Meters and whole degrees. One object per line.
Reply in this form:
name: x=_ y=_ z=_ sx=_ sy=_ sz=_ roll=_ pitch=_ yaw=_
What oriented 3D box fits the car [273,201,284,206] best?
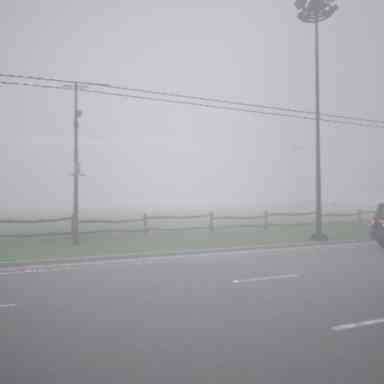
car: x=21.114 y=2.971 z=86.291 sx=1.994 sy=1.385 sz=4.181 roll=0 pitch=-1 yaw=-20

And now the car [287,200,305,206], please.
car: x=27.680 y=2.921 z=88.717 sx=1.837 sy=1.490 sz=4.892 roll=0 pitch=-1 yaw=-20

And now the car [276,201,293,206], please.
car: x=24.387 y=3.015 z=87.531 sx=1.895 sy=1.301 sz=4.718 roll=0 pitch=-1 yaw=-20

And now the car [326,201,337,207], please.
car: x=29.354 y=2.717 z=74.093 sx=1.812 sy=1.442 sz=4.674 roll=0 pitch=-1 yaw=-20

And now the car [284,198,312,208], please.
car: x=22.785 y=2.712 z=71.676 sx=2.128 sy=1.511 sz=4.902 roll=0 pitch=-1 yaw=-20

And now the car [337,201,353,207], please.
car: x=32.742 y=2.728 z=75.022 sx=2.033 sy=1.411 sz=5.357 roll=0 pitch=-1 yaw=-20

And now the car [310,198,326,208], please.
car: x=26.034 y=2.418 z=72.981 sx=2.150 sy=2.045 sz=5.566 roll=0 pitch=-1 yaw=-20

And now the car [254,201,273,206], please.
car: x=17.821 y=3.010 z=85.105 sx=1.895 sy=1.301 sz=4.718 roll=0 pitch=-1 yaw=-20

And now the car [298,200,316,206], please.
car: x=30.963 y=2.903 z=89.931 sx=1.882 sy=1.535 sz=5.008 roll=0 pitch=-1 yaw=-20

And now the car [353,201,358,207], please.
car: x=35.904 y=2.724 z=76.564 sx=1.812 sy=1.442 sz=4.674 roll=0 pitch=-1 yaw=-20

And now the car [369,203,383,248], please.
car: x=10.275 y=1.427 z=14.285 sx=5.566 sy=2.045 sz=2.150 roll=0 pitch=-1 yaw=-21
